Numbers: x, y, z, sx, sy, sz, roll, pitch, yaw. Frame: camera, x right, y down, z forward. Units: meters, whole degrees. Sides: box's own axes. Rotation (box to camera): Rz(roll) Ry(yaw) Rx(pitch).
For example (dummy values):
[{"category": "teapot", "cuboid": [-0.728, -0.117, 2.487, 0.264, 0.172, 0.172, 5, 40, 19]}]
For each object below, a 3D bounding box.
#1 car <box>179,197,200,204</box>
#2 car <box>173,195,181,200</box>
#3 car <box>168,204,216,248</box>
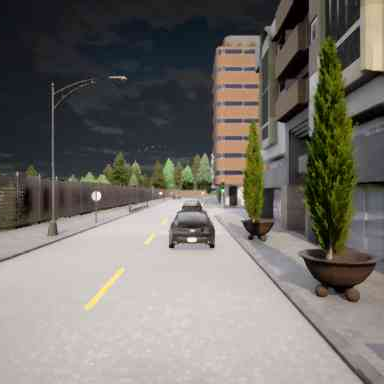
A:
[{"category": "car", "cuboid": [0.001, 1.484, 29.649, 1.882, 1.535, 5.008, 0, 0, 0]}, {"category": "car", "cuboid": [-3.974, 1.463, 88.254, 1.812, 1.442, 4.674, 0, 0, 0]}, {"category": "car", "cuboid": [0.000, 1.515, 14.650, 1.837, 1.490, 4.892, 0, 0, 0]}]
